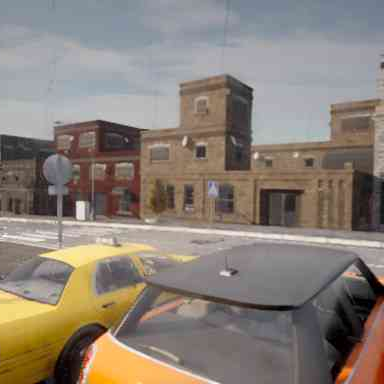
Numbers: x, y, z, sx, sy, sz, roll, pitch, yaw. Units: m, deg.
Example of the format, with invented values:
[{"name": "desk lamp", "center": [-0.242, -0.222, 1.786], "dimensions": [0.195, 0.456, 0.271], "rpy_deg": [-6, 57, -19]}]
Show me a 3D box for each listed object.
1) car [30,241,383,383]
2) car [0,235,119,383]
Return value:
[{"name": "car", "center": [1.074, 1.353, 3.586], "dimensions": [2.185, 1.767, 4.553], "rpy_deg": [0, 0, 35]}, {"name": "car", "center": [-1.176, 1.483, 5.456], "dimensions": [1.946, 1.575, 5.366], "rpy_deg": [0, 0, 35]}]
